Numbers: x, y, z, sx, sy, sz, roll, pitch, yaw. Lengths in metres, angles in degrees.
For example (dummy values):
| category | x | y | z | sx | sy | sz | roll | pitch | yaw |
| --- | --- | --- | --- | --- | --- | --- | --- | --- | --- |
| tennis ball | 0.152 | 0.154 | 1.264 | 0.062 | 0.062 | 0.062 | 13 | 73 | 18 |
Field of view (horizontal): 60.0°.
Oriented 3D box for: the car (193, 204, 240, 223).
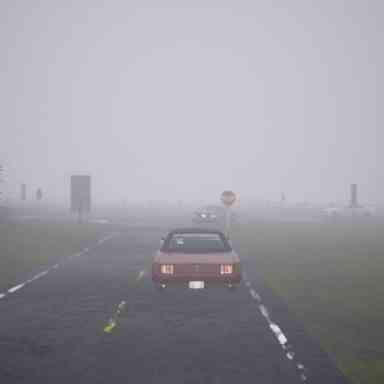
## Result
| category | x | y | z | sx | sy | sz | roll | pitch | yaw |
| --- | --- | --- | --- | --- | --- | --- | --- | --- | --- |
| car | 1.797 | 1.565 | 23.527 | 2.033 | 1.411 | 5.357 | 0 | 0 | 25 |

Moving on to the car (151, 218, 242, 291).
| category | x | y | z | sx | sy | sz | roll | pitch | yaw |
| --- | --- | --- | --- | --- | --- | --- | --- | --- | --- |
| car | 0.099 | 1.607 | 9.003 | 1.895 | 1.301 | 4.718 | 0 | 0 | 0 |

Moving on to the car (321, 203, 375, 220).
| category | x | y | z | sx | sy | sz | roll | pitch | yaw |
| --- | --- | --- | --- | --- | --- | --- | --- | --- | --- |
| car | 14.344 | 1.767 | 30.640 | 4.674 | 1.442 | 1.812 | 1 | -1 | 0 |

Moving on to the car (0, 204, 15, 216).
| category | x | y | z | sx | sy | sz | roll | pitch | yaw |
| --- | --- | --- | --- | --- | --- | --- | --- | --- | --- |
| car | -17.273 | 1.301 | 27.539 | 4.892 | 1.490 | 1.837 | 1 | -1 | 0 |
